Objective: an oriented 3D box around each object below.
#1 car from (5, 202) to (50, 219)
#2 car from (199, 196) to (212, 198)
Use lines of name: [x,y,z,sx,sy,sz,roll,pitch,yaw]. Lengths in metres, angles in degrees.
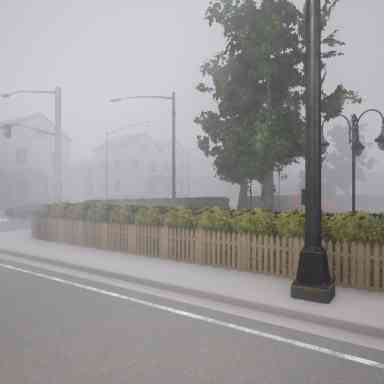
car: [-14.017,1.564,29.258,1.994,1.385,4.181,0,0,35]
car: [1.890,1.352,52.023,2.097,1.767,4.553,0,0,35]
